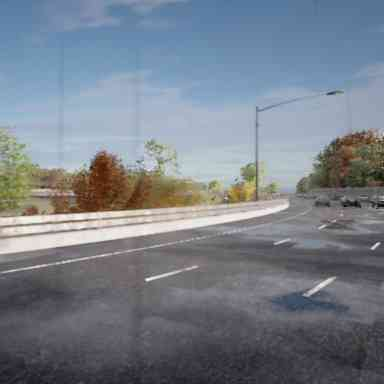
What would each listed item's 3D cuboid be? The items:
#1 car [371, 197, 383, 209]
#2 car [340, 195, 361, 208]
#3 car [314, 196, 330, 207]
[{"bbox_3d":[24.665,1.412,43.258,1.837,1.490,4.892,0,0,19],"label":"car"},{"bbox_3d":[21.917,1.241,46.115,2.097,1.767,4.553,0,0,18],"label":"car"},{"bbox_3d":[19.249,1.356,49.286,2.128,1.511,4.902,0,0,16],"label":"car"}]
